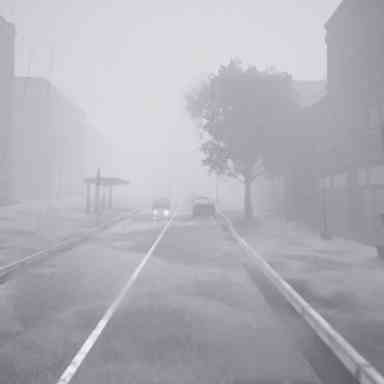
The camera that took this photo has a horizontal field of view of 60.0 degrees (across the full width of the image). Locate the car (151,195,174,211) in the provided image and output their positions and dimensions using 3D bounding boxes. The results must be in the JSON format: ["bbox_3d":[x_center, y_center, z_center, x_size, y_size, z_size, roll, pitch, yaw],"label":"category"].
[{"bbox_3d":[-3.322,1.260,36.521,1.994,1.385,4.181,0,1,0],"label":"car"}]

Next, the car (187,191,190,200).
[{"bbox_3d":[-0.046,0.911,63.114,1.895,1.301,4.718,0,1,0],"label":"car"}]

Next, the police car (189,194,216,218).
[{"bbox_3d":[0.947,1.240,28.304,1.930,1.638,5.238,0,1,0],"label":"police car"}]

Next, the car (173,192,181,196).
[{"bbox_3d":[-3.522,0.543,77.288,1.812,1.442,4.674,0,1,0],"label":"car"}]

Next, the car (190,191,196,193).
[{"bbox_3d":[0.959,1.029,44.399,1.801,1.575,5.366,0,1,0],"label":"car"}]
